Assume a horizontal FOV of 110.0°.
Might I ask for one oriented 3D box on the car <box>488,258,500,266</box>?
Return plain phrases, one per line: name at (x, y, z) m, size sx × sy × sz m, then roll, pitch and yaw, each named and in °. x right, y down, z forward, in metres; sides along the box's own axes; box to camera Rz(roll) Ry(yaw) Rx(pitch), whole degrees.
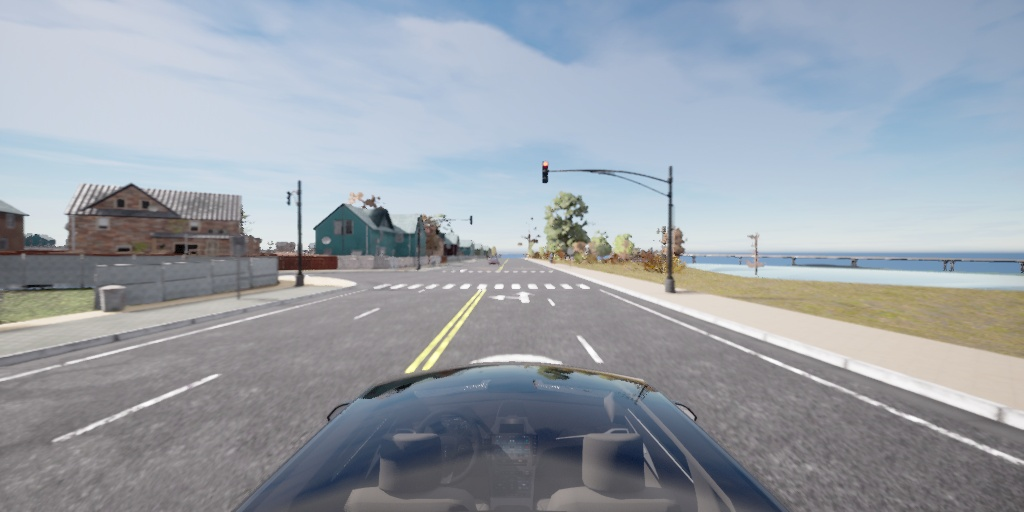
car at (-3.226, 0.967, 63.730) m, size 1.994 × 1.385 × 4.181 m, roll 0°, pitch 1°, yaw 0°
